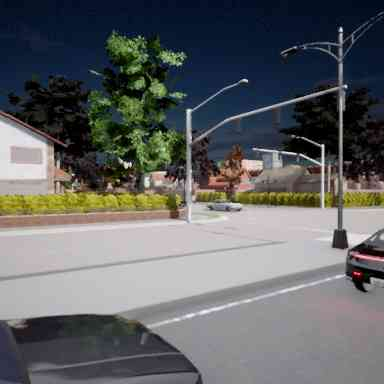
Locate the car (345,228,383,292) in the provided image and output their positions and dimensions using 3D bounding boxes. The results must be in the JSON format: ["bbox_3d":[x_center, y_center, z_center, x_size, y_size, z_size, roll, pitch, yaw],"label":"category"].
[{"bbox_3d":[5.498,1.488,7.654,4.902,1.511,2.128,0,0,-35],"label":"car"}]

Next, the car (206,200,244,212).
[{"bbox_3d":[3.749,1.543,38.425,1.895,1.301,4.718,0,0,-36],"label":"car"}]

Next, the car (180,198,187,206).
[{"bbox_3d":[-2.136,1.520,46.595,1.895,1.301,4.718,0,0,-36],"label":"car"}]

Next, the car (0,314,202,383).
[{"bbox_3d":[-2.443,1.541,2.003,5.357,1.411,2.033,0,0,-36],"label":"car"}]
